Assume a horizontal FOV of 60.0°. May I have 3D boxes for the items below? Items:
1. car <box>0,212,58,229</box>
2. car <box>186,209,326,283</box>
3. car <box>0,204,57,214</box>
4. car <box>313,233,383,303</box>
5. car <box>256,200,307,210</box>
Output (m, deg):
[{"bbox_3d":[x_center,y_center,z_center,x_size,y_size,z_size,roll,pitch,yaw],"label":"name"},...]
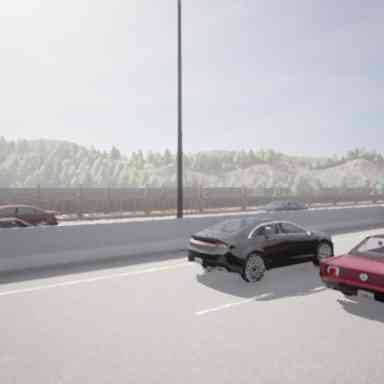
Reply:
[{"bbox_3d":[-7.206,1.596,11.749,4.718,1.301,1.895,0,0,-36],"label":"car"},{"bbox_3d":[2.130,1.458,9.567,4.902,1.511,2.128,0,0,-36],"label":"car"},{"bbox_3d":[-10.067,1.466,18.307,5.008,1.535,1.882,0,0,-36],"label":"car"},{"bbox_3d":[4.944,1.563,7.276,4.718,1.301,1.895,0,0,-36],"label":"car"},{"bbox_3d":[7.118,1.393,26.359,4.902,1.511,2.128,0,0,-36],"label":"car"}]
